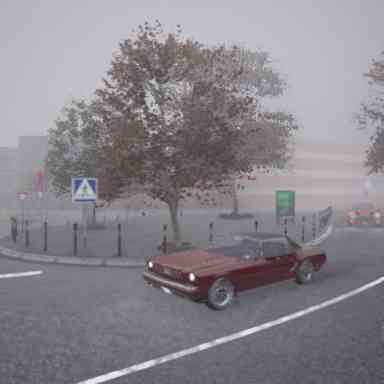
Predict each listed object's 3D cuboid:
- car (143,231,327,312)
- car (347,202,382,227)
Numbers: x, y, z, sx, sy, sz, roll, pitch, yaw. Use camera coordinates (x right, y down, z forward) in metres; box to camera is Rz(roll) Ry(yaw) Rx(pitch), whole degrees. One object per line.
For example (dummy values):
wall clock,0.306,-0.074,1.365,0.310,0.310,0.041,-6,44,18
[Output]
car,1.223,1.673,8.070,4.718,1.301,1.895,0,-1,-39
car,12.711,1.591,24.650,2.097,1.767,4.553,0,-1,25
